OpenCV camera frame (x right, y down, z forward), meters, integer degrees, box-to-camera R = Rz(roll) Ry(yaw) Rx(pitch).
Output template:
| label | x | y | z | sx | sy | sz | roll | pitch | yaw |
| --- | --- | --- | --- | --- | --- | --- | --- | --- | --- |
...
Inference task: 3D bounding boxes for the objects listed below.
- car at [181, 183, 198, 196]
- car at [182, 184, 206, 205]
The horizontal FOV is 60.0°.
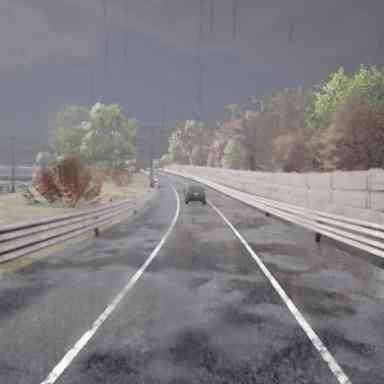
| label | x | y | z | sx | sy | sz | roll | pitch | yaw |
| --- | --- | --- | --- | --- | --- | --- | --- | --- | --- |
| car | -0.459 | -0.368 | 48.214 | 2.128 | 1.511 | 4.902 | 0 | 5 | -5 |
| car | 0.294 | 0.238 | 36.106 | 2.150 | 2.045 | 5.566 | 0 | 3 | -3 |
